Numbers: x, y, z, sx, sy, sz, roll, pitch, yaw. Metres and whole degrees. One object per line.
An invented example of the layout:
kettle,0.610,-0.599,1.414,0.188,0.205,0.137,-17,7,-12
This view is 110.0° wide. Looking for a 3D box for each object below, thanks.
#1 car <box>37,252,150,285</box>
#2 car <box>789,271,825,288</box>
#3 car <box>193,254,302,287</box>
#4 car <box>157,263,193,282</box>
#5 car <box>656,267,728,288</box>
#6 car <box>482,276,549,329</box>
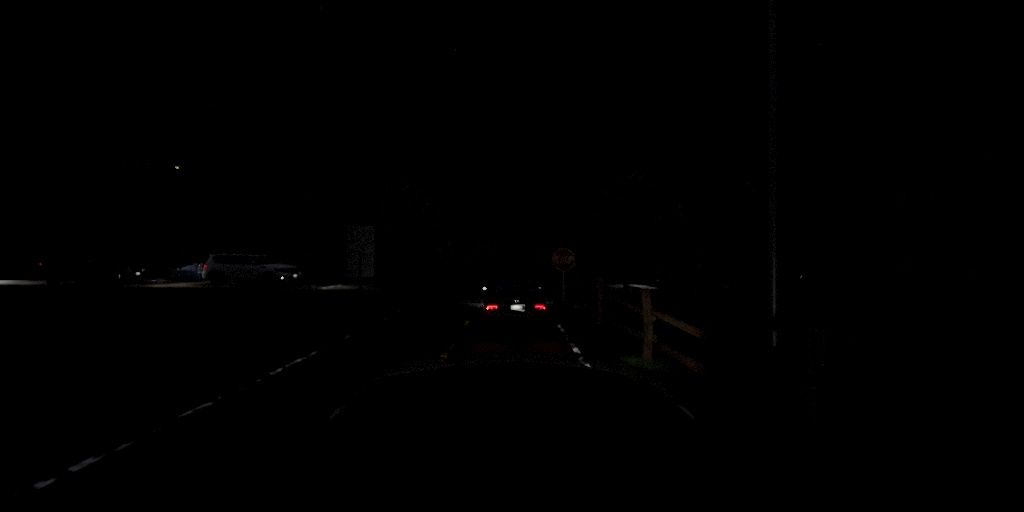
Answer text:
car,-27.142,0.762,23.358,5.566,2.045,2.150,1,0,0
car,22.202,1.484,25.774,4.553,1.767,2.097,1,0,1
car,-16.777,0.892,23.241,5.566,2.045,2.150,1,0,1
car,-22.582,1.147,26.258,5.357,1.411,2.033,1,0,0
car,12.941,1.530,25.873,4.892,1.490,1.837,1,0,1
car,0.022,1.344,11.485,2.033,1.411,5.357,0,0,-2
